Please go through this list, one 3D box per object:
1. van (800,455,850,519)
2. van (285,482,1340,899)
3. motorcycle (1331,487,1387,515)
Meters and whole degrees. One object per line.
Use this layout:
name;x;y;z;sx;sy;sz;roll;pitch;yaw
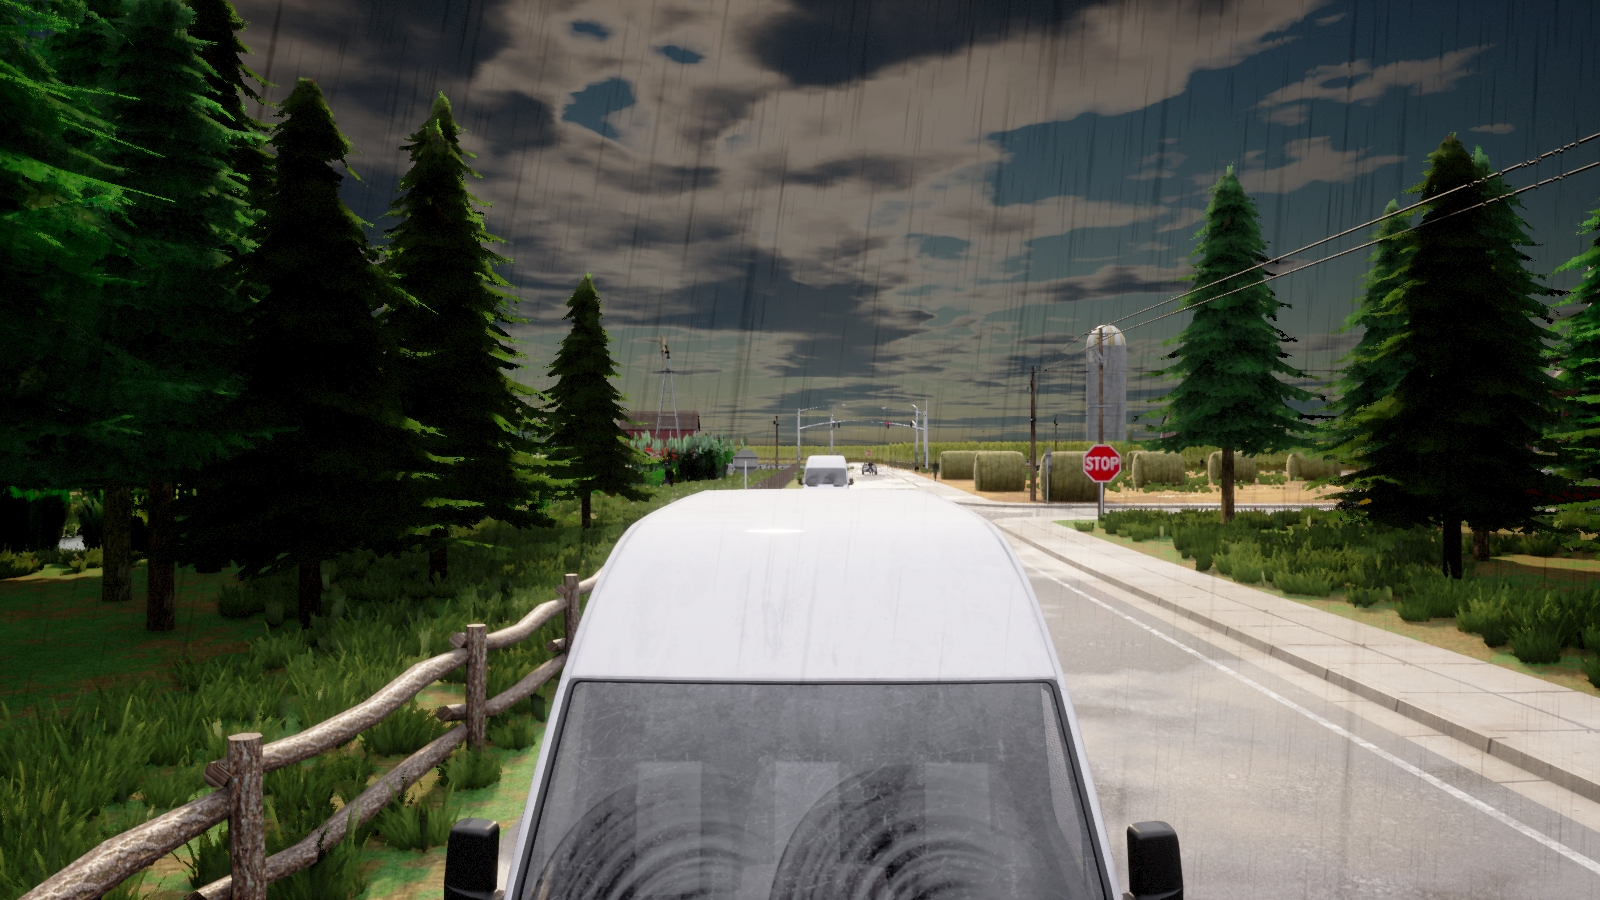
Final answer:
van;1.125;1.504;48.790;1.988;2.561;5.915;0;0;2
van;0.056;1.508;5.110;1.988;2.561;5.915;0;0;1
motorcycle;24.003;2.186;49.092;2.033;1.199;0.803;0;0;-1
